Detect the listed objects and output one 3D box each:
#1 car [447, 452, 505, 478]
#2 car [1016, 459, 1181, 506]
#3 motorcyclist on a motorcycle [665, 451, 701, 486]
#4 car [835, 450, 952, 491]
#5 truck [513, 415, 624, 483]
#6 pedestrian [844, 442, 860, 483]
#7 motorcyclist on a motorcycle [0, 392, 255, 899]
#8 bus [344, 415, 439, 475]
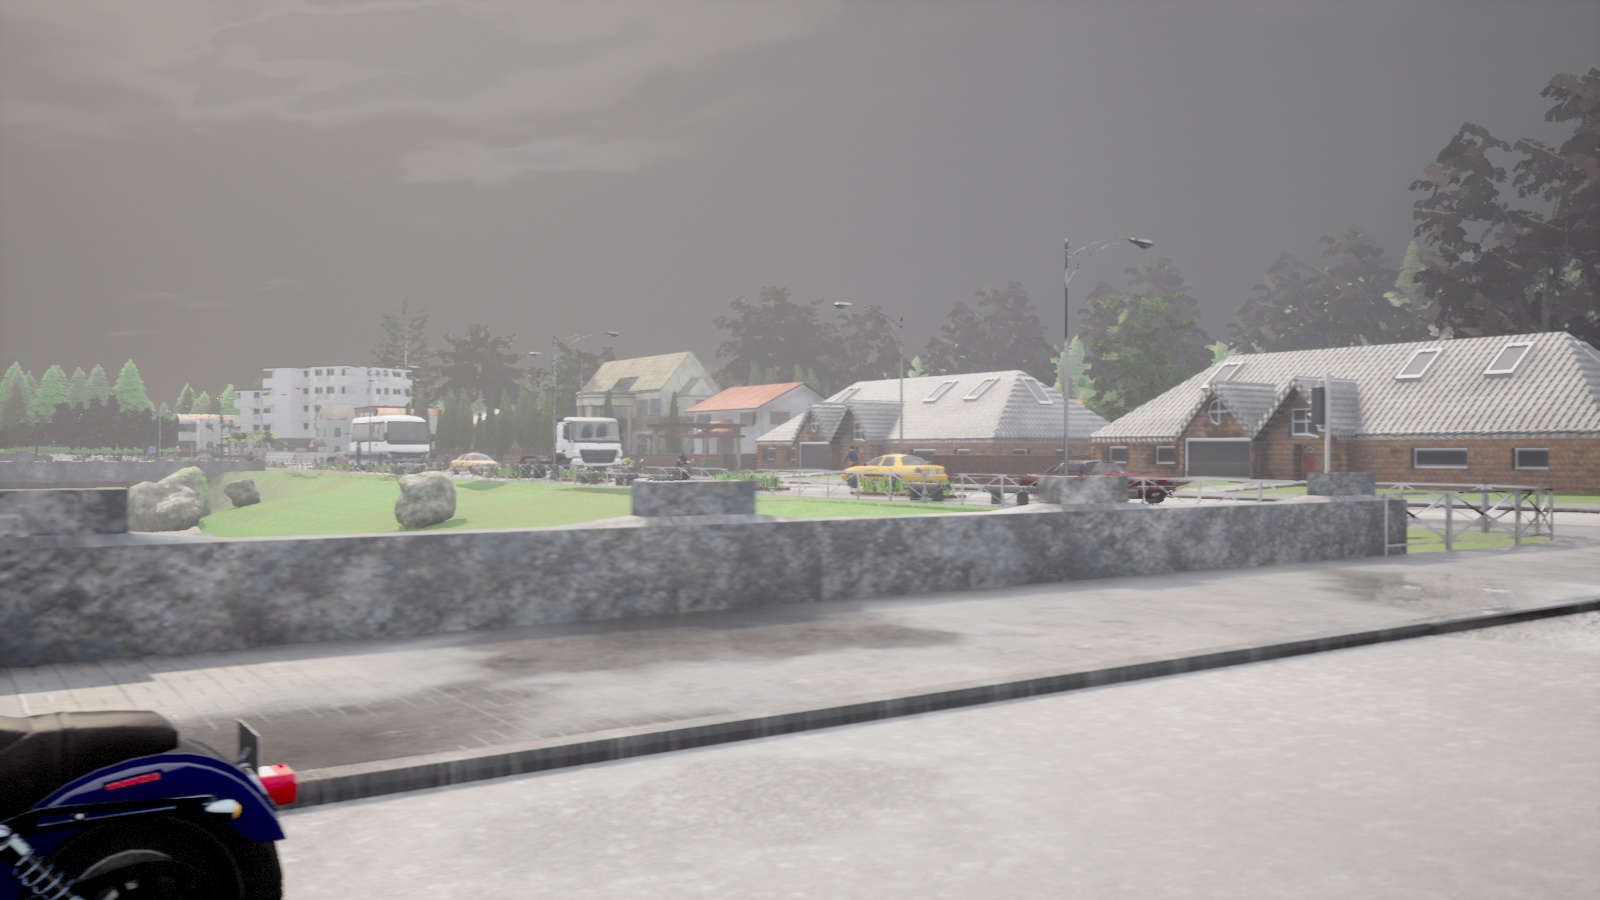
[{"bbox_3d":[-20.616,0.923,79.672,1.801,1.575,5.366,0,0,-35],"label":"car"},{"bbox_3d":[8.795,0.918,37.420,1.895,1.301,4.718,0,0,-35],"label":"car"},{"bbox_3d":[-5.399,0.851,57.813,0.866,1.590,1.817,0,0,-35],"label":"motorcyclist on a motorcycle"},{"bbox_3d":[3.769,0.802,51.643,1.801,1.575,5.366,0,0,-35],"label":"car"},{"bbox_3d":[-12.687,-0.043,68.276,2.891,3.462,7.936,0,0,-35],"label":"truck"},{"bbox_3d":[2.459,0.596,59.677,0.423,1.949,0.788,0,0,-25],"label":"pedestrian"},{"bbox_3d":[-2.452,0.707,2.562,2.350,1.649,0.766,0,0,-35],"label":"motorcyclist on a motorcycle"},{"bbox_3d":[-30.784,-0.335,94.270,3.944,4.253,10.273,0,0,-35],"label":"bus"}]
